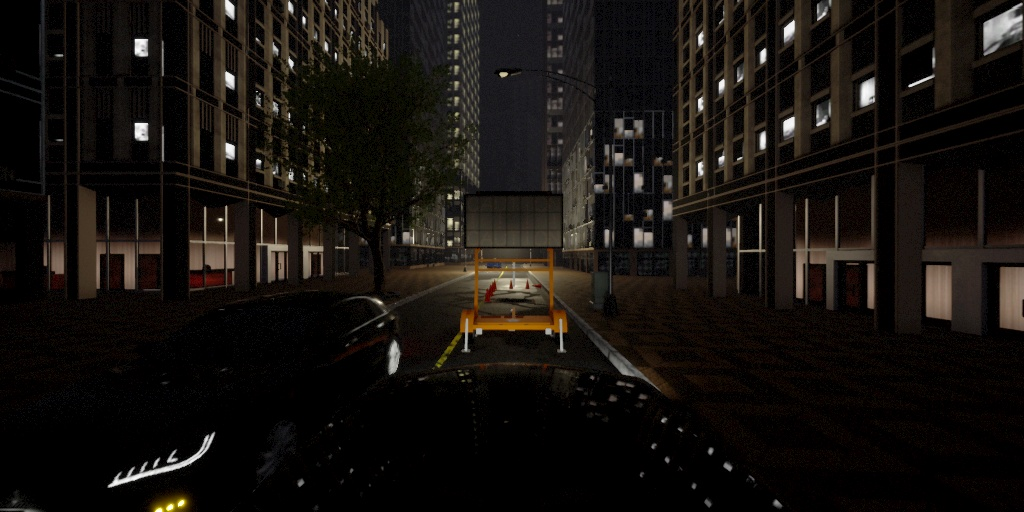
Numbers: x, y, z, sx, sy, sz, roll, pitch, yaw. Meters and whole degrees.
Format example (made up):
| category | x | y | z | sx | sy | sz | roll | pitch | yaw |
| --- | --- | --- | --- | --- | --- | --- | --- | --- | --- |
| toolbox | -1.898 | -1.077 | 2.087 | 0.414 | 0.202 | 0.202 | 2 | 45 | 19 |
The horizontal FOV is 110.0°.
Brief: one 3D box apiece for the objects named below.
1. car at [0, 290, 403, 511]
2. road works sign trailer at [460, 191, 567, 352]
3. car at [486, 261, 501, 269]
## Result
| category | x | y | z | sx | sy | sz | roll | pitch | yaw |
| --- | --- | --- | --- | --- | --- | --- | --- | --- | --- |
| car | -2.829 | 1.257 | 4.453 | 1.837 | 1.490 | 4.892 | 0 | 0 | 0 |
| road works sign trailer | 0.046 | 0.219 | 8.879 | 2.380 | 3.560 | 2.880 | 0 | 0 | 0 |
| car | -2.476 | 1.304 | 49.686 | 1.882 | 1.535 | 5.008 | 0 | 0 | 0 |
